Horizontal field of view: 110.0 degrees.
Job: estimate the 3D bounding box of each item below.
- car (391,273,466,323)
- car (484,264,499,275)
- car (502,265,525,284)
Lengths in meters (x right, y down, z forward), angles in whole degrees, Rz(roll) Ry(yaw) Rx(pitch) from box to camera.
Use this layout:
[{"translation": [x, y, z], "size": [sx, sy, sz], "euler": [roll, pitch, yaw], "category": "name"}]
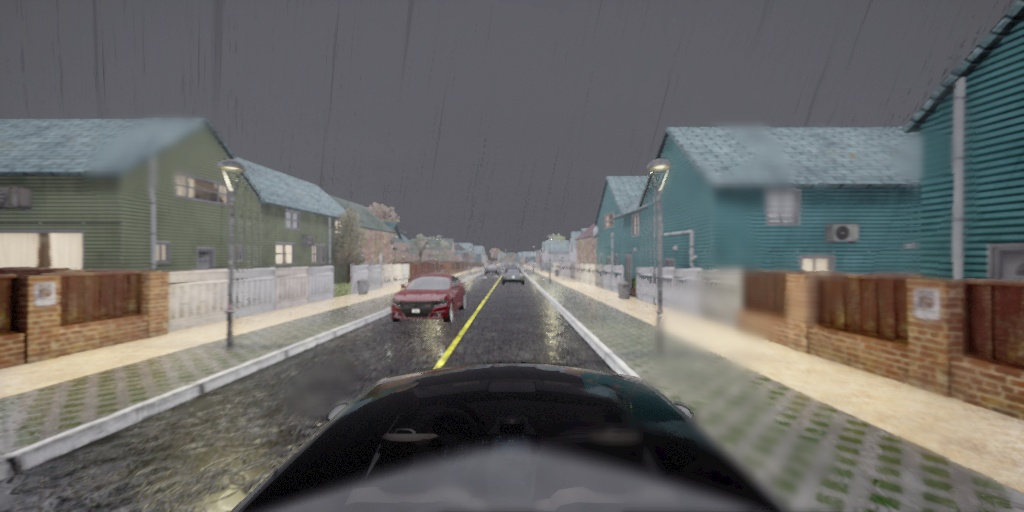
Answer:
[{"translation": [-2.849, 1.387, 13.133], "size": [1.882, 1.535, 5.008], "euler": [0, -1, 0], "category": "car"}, {"translation": [-2.832, 1.922, 50.950], "size": [1.882, 1.535, 5.008], "euler": [0, -1, 0], "category": "car"}, {"translation": [0.103, 1.734, 31.568], "size": [1.994, 1.385, 4.181], "euler": [0, -1, 0], "category": "car"}]
